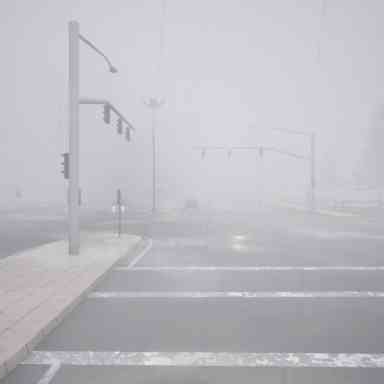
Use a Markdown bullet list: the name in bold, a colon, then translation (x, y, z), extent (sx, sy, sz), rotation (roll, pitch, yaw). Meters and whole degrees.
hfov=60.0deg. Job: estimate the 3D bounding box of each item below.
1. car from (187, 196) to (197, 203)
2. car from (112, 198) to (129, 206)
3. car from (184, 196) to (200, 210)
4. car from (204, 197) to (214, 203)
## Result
- **car**: translation (-0.045, 1.564, 68.954), extent (1.994, 1.385, 4.181), rotation (0, 0, 0)
- **car**: translation (-11.590, 1.601, 54.097), extent (1.895, 1.301, 4.718), rotation (0, 0, 0)
- **car**: translation (-0.029, 1.526, 43.519), extent (1.812, 1.442, 4.674), rotation (0, 0, 0)
- **car**: translation (3.455, 1.601, 68.987), extent (1.895, 1.301, 4.718), rotation (0, 0, 0)
